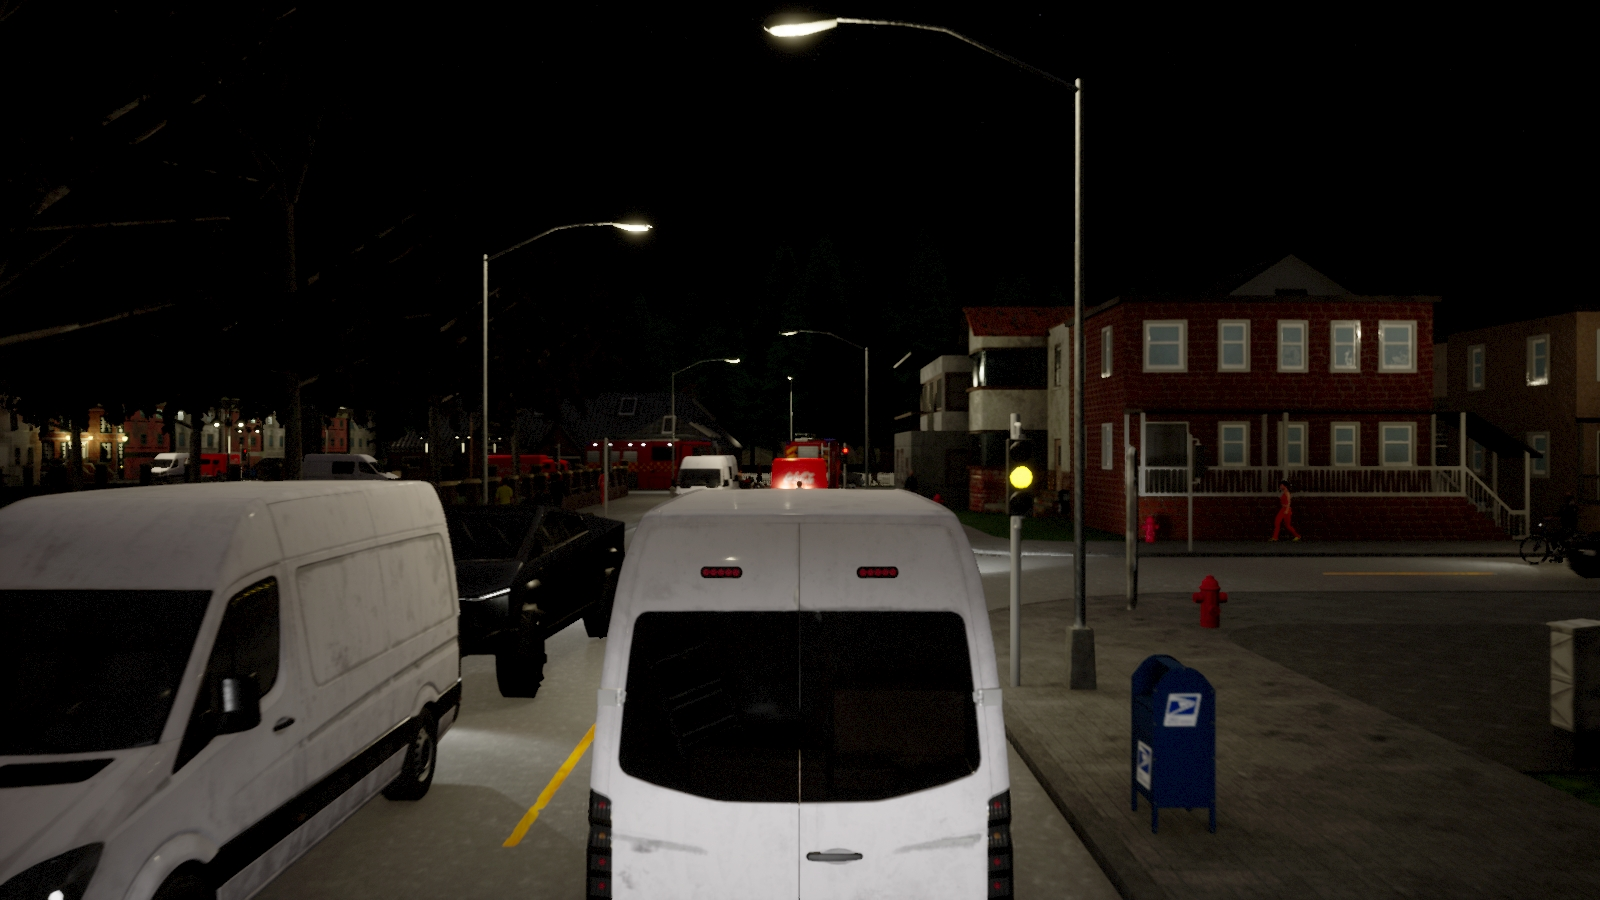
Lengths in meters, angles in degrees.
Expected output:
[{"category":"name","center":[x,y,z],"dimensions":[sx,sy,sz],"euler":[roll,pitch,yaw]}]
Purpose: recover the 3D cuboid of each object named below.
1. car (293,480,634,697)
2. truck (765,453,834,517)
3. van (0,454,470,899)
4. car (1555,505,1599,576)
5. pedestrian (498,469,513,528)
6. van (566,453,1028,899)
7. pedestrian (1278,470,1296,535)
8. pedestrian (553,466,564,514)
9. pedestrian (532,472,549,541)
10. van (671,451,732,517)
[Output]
[{"category":"car","center":[-4.006,1.536,15.157],"dimensions":[2.390,2.098,6.274],"euler":[0,0,3]},{"category":"truck","center":[-0.025,1.354,46.415],"dimensions":[2.627,2.467,5.204],"euler":[0,0,0]},{"category":"van","center":[-4.013,1.316,7.506],"dimensions":[1.988,2.561,5.915],"euler":[0,0,0]},{"category":"car","center":[18.586,1.902,23.977],"dimensions":[4.181,1.385,1.994],"euler":[0,0,0]},{"category":"pedestrian","center":[-9.384,1.530,36.425],"dimensions":[0.375,1.860,0.375],"euler":[0,0,0]},{"category":"van","center":[-0.013,1.316,7.881],"dimensions":[1.988,2.561,5.915],"euler":[0,0,0]},{"category":"pedestrian","center":[14.188,1.520,33.291],"dimensions":[0.375,1.860,0.375],"euler":[0,0,2]},{"category":"pedestrian","center":[-9.284,1.530,43.956],"dimensions":[0.375,1.860,0.375],"euler":[0,0,-9]},{"category":"pedestrian","center":[-7.073,1.529,31.162],"dimensions":[0.375,1.860,0.375],"euler":[0,0,0]},{"category":"van","center":[-4.021,1.320,47.477],"dimensions":[1.988,2.561,5.915],"euler":[0,0,0]}]
